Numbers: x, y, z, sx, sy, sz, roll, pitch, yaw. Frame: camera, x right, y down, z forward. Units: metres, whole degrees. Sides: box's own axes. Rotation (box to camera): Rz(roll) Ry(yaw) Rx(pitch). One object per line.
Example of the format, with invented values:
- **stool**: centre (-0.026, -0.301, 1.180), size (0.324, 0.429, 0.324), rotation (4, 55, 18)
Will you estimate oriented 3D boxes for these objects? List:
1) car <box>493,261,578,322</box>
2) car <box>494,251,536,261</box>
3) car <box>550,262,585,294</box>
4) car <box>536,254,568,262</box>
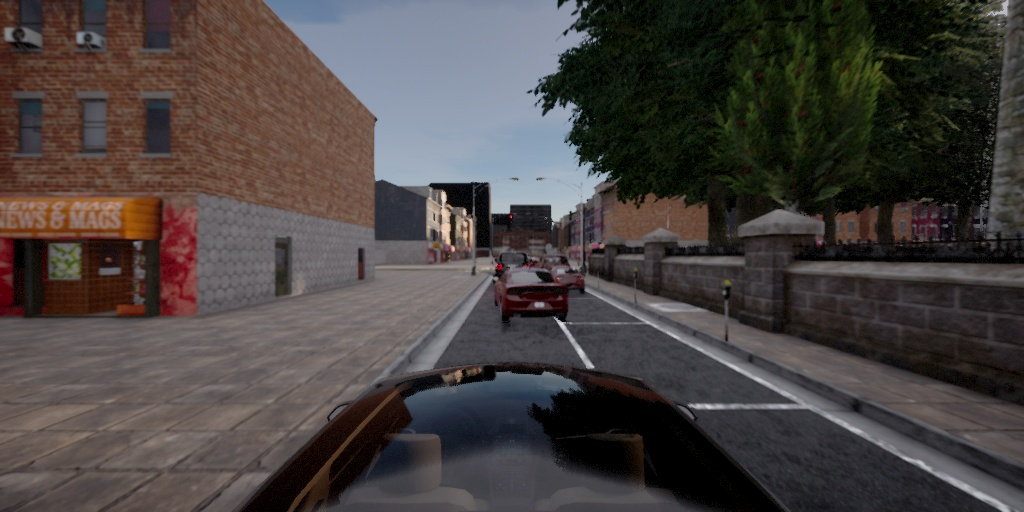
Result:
- **car**: centre (0.456, 1.101, 11.827), size (1.882, 1.535, 5.008), rotation (0, 1, -6)
- **car**: centre (0.071, 0.723, 22.046), size (2.150, 2.045, 5.566), rotation (0, 1, 0)
- **car**: centre (2.628, 1.127, 18.307), size (1.802, 1.307, 4.207), rotation (0, 0, 0)
- **car**: centre (2.625, 0.797, 23.756), size (2.192, 1.841, 5.009), rotation (0, 0, 0)
